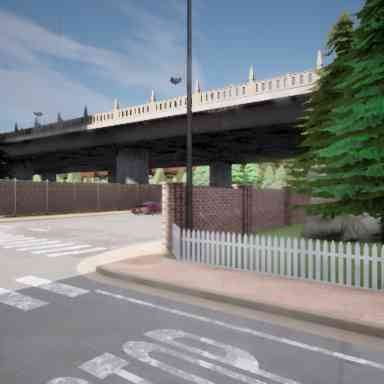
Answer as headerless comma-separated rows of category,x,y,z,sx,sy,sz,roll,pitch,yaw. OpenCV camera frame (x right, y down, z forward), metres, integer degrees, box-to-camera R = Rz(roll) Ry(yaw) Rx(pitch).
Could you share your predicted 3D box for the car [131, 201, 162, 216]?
car,-4.136,1.617,33.699,1.994,1.385,4.181,0,0,36
